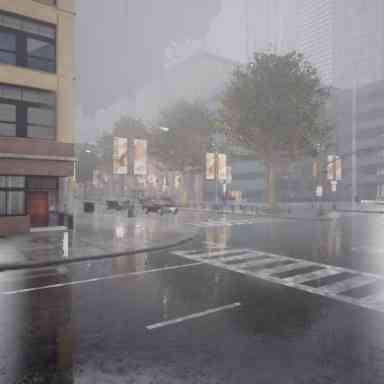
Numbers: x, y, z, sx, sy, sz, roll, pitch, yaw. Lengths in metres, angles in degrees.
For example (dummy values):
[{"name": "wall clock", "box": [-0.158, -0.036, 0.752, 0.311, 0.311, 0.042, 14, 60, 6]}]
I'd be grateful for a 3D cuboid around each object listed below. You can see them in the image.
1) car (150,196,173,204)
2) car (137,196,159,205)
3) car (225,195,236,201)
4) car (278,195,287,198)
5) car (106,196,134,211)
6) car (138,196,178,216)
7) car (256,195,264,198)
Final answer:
[{"name": "car", "box": [-5.826, 1.491, 63.001, 2.128, 1.511, 4.902, 0, 0, -36]}, {"name": "car", "box": [-8.012, 1.478, 59.870, 1.882, 1.535, 5.008, 0, 0, -36]}, {"name": "car", "box": [8.022, 1.413, 76.669, 2.161, 1.482, 4.786, 0, 0, -36]}, {"name": "car", "box": [18.484, 1.320, 69.165, 2.002, 1.452, 4.674, 0, 0, -36]}, {"name": "car", "box": [-8.940, 1.352, 41.294, 2.097, 1.767, 4.553, 0, 0, -35]}, {"name": "car", "box": [-3.225, 1.492, 33.279, 2.128, 1.511, 4.902, 0, 0, -36]}, {"name": "car", "box": [17.687, 1.463, 83.099, 1.895, 1.301, 4.718, 0, 0, -36]}]
